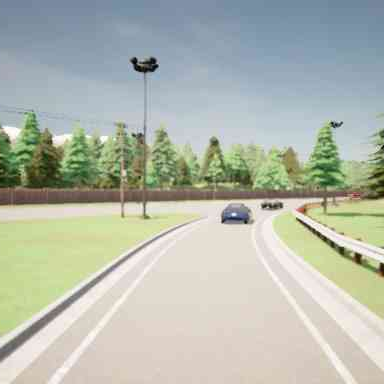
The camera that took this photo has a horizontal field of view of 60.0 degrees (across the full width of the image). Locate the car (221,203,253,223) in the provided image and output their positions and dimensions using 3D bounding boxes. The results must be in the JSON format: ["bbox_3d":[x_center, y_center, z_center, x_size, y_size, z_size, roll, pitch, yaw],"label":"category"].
[{"bbox_3d":[3.402,1.520,24.984,1.994,1.385,4.181,0,0,15],"label":"car"}]

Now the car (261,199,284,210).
[{"bbox_3d":[10.197,1.536,41.909,1.895,1.301,4.718,0,0,28],"label":"car"}]
